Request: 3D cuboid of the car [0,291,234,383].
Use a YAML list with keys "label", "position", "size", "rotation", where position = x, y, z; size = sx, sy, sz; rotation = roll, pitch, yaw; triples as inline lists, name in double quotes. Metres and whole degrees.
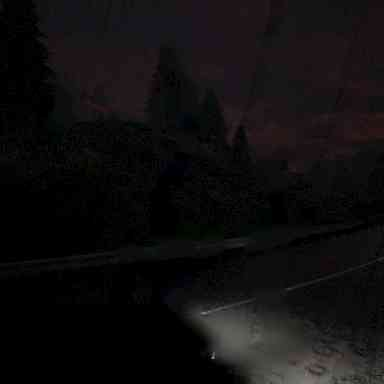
- label: "car"
  position: [-1.778, 1.525, 2.511]
  size: [4.674, 1.442, 1.812]
  rotation: [0, 0, -37]
